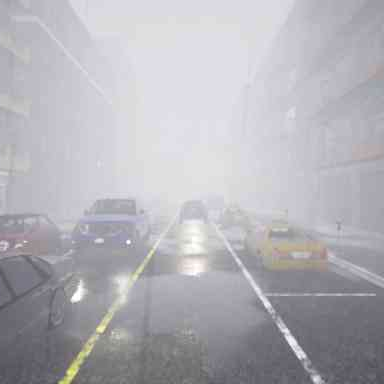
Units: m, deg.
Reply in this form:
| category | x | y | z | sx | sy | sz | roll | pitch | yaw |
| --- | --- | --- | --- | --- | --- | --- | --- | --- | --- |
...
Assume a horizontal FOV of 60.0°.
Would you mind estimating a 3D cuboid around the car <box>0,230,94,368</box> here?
| category | x | y | z | sx | sy | sz | roll | pitch | yaw |
| --- | --- | --- | --- | --- | --- | --- | --- | --- | --- |
| car | -3.089 | 1.546 | 4.143 | 2.033 | 1.411 | 5.357 | 0 | 0 | 0 |

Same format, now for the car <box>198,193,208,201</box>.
| category | x | y | z | sx | sy | sz | roll | pitch | yaw |
| --- | --- | --- | --- | --- | --- | --- | --- | --- | --- |
| car | 2.717 | 1.292 | 84.235 | 2.192 | 1.841 | 5.009 | 0 | 0 | 0 |

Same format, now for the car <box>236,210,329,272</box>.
| category | x | y | z | sx | sy | sz | roll | pitch | yaw |
| --- | --- | --- | --- | --- | --- | --- | --- | --- | --- |
| car | 2.696 | 1.520 | 10.533 | 1.752 | 1.417 | 4.829 | 0 | 0 | 0 |

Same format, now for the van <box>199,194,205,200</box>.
| category | x | y | z | sx | sy | sz | roll | pitch | yaw |
| --- | --- | --- | --- | --- | --- | --- | --- | --- | --- |
| van | 2.718 | 1.318 | 89.918 | 1.690 | 1.788 | 3.998 | 0 | 0 | 0 |

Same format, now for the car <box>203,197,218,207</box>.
| category | x | y | z | sx | sy | sz | roll | pitch | yaw |
| --- | --- | --- | --- | --- | --- | --- | --- | --- | --- |
| car | 2.707 | 1.531 | 50.141 | 2.008 | 1.369 | 4.403 | 0 | 0 | 0 |

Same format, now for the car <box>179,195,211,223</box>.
| category | x | y | z | sx | sy | sz | roll | pitch | yaw |
| --- | --- | --- | --- | --- | --- | --- | --- | --- | --- |
| car | 0.108 | 1.339 | 25.258 | 2.097 | 1.767 | 4.553 | 0 | 0 | 0 |

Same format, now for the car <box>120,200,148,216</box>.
| category | x | y | z | sx | sy | sz | roll | pitch | yaw |
| --- | --- | --- | --- | --- | --- | --- | --- | --- | --- |
| car | -5.678 | 1.551 | 33.093 | 1.947 | 1.339 | 4.313 | 0 | 0 | 0 |

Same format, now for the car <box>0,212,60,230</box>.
| category | x | y | z | sx | sy | sz | roll | pitch | yaw |
| --- | --- | --- | --- | --- | --- | --- | --- | --- | --- |
| car | -5.683 | 1.435 | 10.363 | 1.967 | 1.590 | 4.097 | 0 | 0 | 0 |

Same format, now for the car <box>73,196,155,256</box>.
| category | x | y | z | sx | sy | sz | roll | pitch | yaw |
| --- | --- | --- | --- | --- | --- | --- | --- | --- | --- |
| car | -2.996 | 1.215 | 13.519 | 2.150 | 2.045 | 5.566 | 0 | 0 | 0 |

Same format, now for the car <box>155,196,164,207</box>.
| category | x | y | z | sx | sy | sz | roll | pitch | yaw |
| --- | --- | --- | --- | --- | --- | --- | --- | --- | --- |
| car | -5.674 | 1.562 | 50.141 | 1.802 | 1.307 | 4.206 | 0 | 0 | 0 |

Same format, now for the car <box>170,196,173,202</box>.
| category | x | y | z | sx | sy | sz | roll | pitch | yaw |
| --- | --- | --- | --- | --- | --- | --- | --- | --- | --- |
| car | -5.667 | 1.543 | 72.870 | 1.947 | 1.339 | 4.313 | 0 | 0 | 0 |

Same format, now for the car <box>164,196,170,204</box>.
| category | x | y | z | sx | sy | sz | roll | pitch | yaw |
| --- | --- | --- | --- | --- | --- | --- | --- | --- | --- |
| car | -5.670 | 1.545 | 61.505 | 1.947 | 1.339 | 4.313 | 0 | 0 | 0 |

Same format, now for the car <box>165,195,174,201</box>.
| category | x | y | z | sx | sy | sz | roll | pitch | yaw |
| --- | --- | --- | --- | --- | --- | --- | --- | --- | --- |
| car | -5.665 | 1.559 | 84.235 | 1.802 | 1.307 | 4.206 | 0 | 0 | 0 |

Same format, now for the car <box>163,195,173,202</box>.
| category | x | y | z | sx | sy | sz | roll | pitch | yaw |
| --- | --- | --- | --- | --- | --- | --- | --- | --- | --- |
| car | -5.665 | 1.522 | 78.552 | 1.887 | 1.381 | 4.507 | 0 | 0 | 0 |

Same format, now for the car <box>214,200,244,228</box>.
| category | x | y | z | sx | sy | sz | roll | pitch | yaw |
| --- | --- | --- | --- | --- | --- | --- | --- | --- | --- |
| car | 2.699 | 1.514 | 21.898 | 1.752 | 1.417 | 4.829 | 0 | 0 | 0 |

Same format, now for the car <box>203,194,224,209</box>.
| category | x | y | z | sx | sy | sz | roll | pitch | yaw |
| --- | --- | --- | --- | --- | --- | --- | --- | --- | --- |
| car | 2.704 | 1.298 | 38.776 | 2.192 | 1.841 | 5.009 | 0 | 0 | 0 |
